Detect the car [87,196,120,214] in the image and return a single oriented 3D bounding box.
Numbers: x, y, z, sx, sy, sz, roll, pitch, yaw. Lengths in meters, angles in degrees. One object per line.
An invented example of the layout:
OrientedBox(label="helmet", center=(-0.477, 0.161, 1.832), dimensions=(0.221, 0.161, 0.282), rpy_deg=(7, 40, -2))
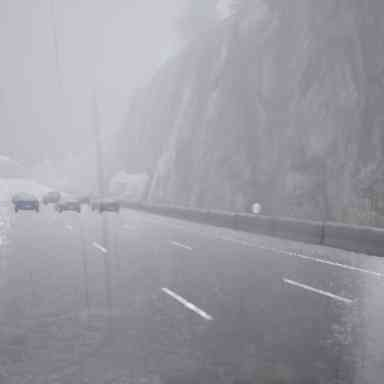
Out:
OrientedBox(label="car", center=(-8.679, 1.273, 33.198), dimensions=(1.882, 1.535, 5.008), rpy_deg=(3, 0, -29))

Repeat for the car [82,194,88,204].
OrientedBox(label="car", center=(-14.710, 0.988, 44.093), dimensions=(1.837, 1.490, 4.892), rpy_deg=(3, 1, -29))

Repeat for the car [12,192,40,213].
OrientedBox(label="car", center=(-14.948, 0.977, 30.089), dimensions=(1.882, 1.535, 5.008), rpy_deg=(3, 0, -29))

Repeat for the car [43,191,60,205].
OrientedBox(label="car", center=(-17.736, 0.689, 42.354), dimensions=(2.097, 1.767, 4.553), rpy_deg=(3, 0, -29))

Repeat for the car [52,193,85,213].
OrientedBox(label="car", center=(-11.787, 1.174, 31.579), dimensions=(1.812, 1.442, 4.674), rpy_deg=(3, 0, -29))
